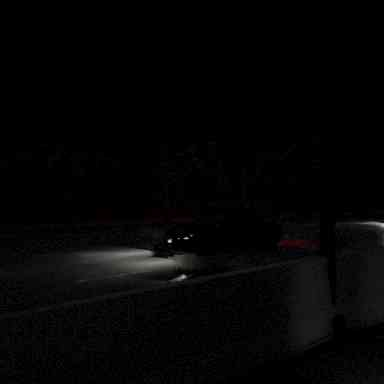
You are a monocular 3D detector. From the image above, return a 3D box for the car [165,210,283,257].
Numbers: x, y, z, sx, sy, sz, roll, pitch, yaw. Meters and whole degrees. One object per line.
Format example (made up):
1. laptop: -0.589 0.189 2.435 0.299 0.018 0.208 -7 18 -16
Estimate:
1. car: 1.326 1.467 12.827 4.892 1.490 1.837 0 0 -30
